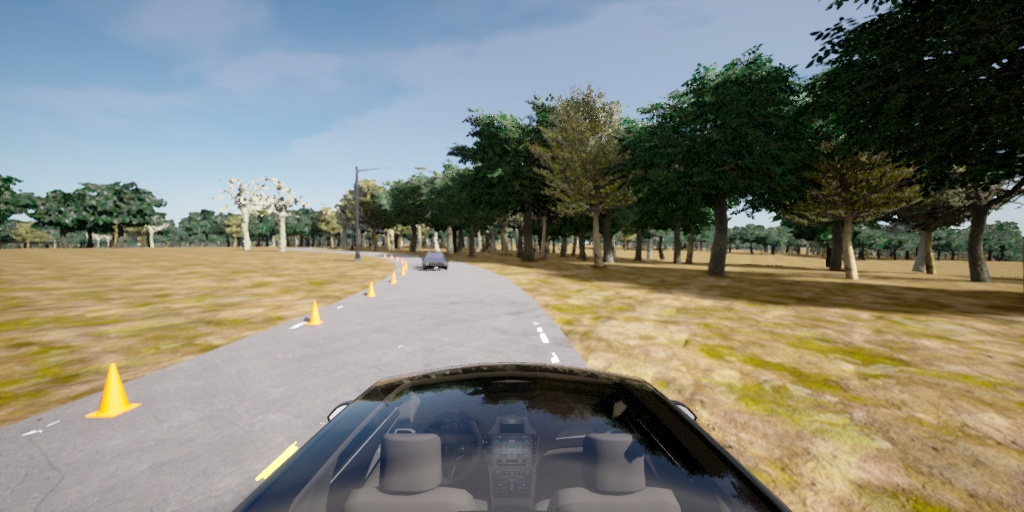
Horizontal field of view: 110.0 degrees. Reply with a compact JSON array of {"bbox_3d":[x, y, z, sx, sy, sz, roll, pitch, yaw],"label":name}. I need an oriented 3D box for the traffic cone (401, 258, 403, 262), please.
[{"bbox_3d":[-9.808,0.631,33.012,0.340,0.580,0.340,0,0,-19],"label":"traffic cone"}]

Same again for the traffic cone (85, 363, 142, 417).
[{"bbox_3d":[-4.890,1.612,4.411,0.340,0.580,0.340,0,0,-1],"label":"traffic cone"}]

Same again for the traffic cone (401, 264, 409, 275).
[{"bbox_3d":[-7.176,0.963,23.667,0.340,0.580,0.340,0,0,-13],"label":"traffic cone"}]

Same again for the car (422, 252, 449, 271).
[{"bbox_3d":[-6.157,0.390,28.591,2.033,1.411,5.357,0,2,-15],"label":"car"}]

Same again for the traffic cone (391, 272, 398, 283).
[{"bbox_3d":[-6.228,1.124,18.904,0.340,0.580,0.340,0,0,-10],"label":"traffic cone"}]

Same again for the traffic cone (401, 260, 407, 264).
[{"bbox_3d":[-8.370,0.799,28.374,0.340,0.580,0.340,0,0,-16],"label":"traffic cone"}]

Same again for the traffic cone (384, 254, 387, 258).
[{"bbox_3d":[-17.908,-0.065,50.630,0.340,0.580,0.340,0,0,-31],"label":"traffic cone"}]

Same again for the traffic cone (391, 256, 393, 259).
[{"bbox_3d":[-15.541,0.112,46.389,0.340,0.580,0.340,0,0,-28],"label":"traffic cone"}]

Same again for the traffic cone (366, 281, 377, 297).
[{"bbox_3d":[-5.531,1.286,14.098,0.340,0.580,0.340,0,0,-7],"label":"traffic cone"}]

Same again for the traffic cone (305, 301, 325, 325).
[{"bbox_3d":[-5.084,1.449,9.263,0.340,0.580,0.340,0,0,-4],"label":"traffic cone"}]
